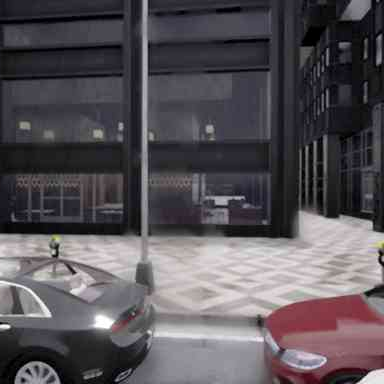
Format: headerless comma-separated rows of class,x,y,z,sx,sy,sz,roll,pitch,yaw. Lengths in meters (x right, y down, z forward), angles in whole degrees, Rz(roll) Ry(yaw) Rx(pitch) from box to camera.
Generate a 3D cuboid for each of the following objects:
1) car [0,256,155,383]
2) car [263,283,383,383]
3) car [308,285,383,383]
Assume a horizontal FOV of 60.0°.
car,-2.680,1.546,4.213,4.403,1.369,2.008,0,0,6
car,2.924,1.581,3.617,4.206,1.307,1.802,0,0,6
car,3.249,1.527,1.711,4.674,1.442,1.812,0,0,6
